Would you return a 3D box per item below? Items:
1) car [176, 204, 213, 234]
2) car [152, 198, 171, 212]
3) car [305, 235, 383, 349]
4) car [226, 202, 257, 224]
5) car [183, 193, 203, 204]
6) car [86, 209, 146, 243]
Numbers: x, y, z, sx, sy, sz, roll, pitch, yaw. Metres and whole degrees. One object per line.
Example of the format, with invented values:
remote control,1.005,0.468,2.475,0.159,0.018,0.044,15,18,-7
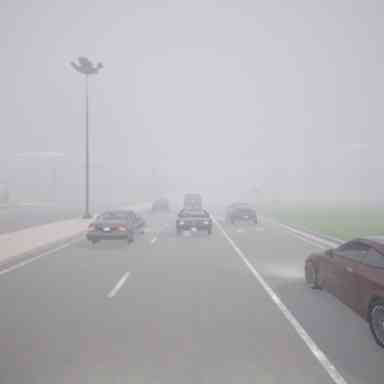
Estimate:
car,0.101,1.568,18.867,1.895,1.301,4.718,0,0,0
car,-3.397,1.426,37.330,2.128,1.511,4.902,0,0,0
car,3.601,1.515,6.028,1.812,1.442,4.674,0,0,0
car,3.602,1.483,24.556,1.812,1.442,4.674,0,0,0
car,0.103,1.154,38.923,2.150,2.045,5.566,0,0,0
car,-3.398,1.520,15.761,2.033,1.411,5.357,0,0,0
